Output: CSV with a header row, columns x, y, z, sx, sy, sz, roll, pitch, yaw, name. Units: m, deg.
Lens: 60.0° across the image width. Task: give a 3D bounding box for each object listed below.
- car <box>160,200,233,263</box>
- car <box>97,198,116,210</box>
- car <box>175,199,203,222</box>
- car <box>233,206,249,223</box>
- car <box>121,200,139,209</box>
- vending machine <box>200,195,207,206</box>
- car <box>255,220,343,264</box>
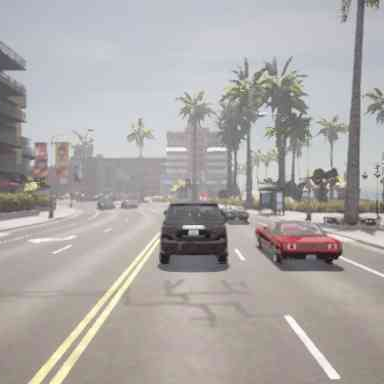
x,y,z,sx,sy,sz,roll,pitch,yaw,name
0.068,1.291,12.401,2.150,2.045,5.566,0,0,0,car
-12.020,1.606,46.689,2.097,1.767,4.553,0,0,-22,car
-0.357,1.505,28.224,2.097,1.767,4.553,0,0,-4,car
3.237,1.749,27.105,1.895,1.301,4.718,0,0,-3,car
-9.237,1.833,49.200,1.994,1.385,4.181,0,0,-23,car
2.059,1.520,59.698,1.100,2.100,0.880,0,0,-26,vending machine
3.568,1.667,12.111,1.895,1.301,4.718,0,0,0,car
